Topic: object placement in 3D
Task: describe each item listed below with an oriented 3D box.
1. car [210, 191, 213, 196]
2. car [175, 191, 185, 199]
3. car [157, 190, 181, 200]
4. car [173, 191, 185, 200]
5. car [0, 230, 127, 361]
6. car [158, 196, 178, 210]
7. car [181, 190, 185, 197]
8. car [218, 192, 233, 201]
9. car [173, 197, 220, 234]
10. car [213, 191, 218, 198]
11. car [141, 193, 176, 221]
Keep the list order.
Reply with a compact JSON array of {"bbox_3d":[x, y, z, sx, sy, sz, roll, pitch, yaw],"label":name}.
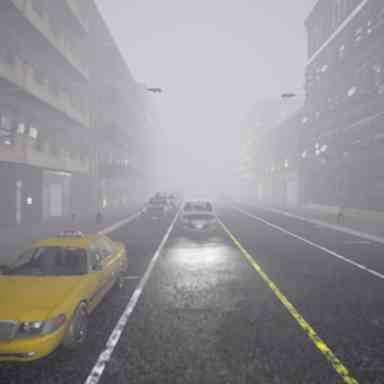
[{"bbox_3d":[5.906,0.290,90.821,2.008,1.369,4.403,0,1,0],"label":"car"},{"bbox_3d":[-2.441,0.577,68.270,1.887,1.381,4.507,0,1,0],"label":"car"},{"bbox_3d":[-2.380,0.904,28.816,2.192,1.841,5.009,0,1,0],"label":"car"},{"bbox_3d":[-2.432,0.552,62.632,1.967,1.590,4.097,0,1,0],"label":"car"},{"bbox_3d":[-2.347,1.431,6.105,1.752,1.417,4.829,0,1,0],"label":"car"},{"bbox_3d":[-2.391,1.092,34.456,1.802,1.307,4.206,0,1,0],"label":"car"},{"bbox_3d":[-2.422,0.507,56.995,2.192,1.841,5.009,0,1,0],"label":"car"},{"bbox_3d":[5.956,0.742,57.177,1.752,1.417,4.829,0,1,0],"label":"car"},{"bbox_3d":[0.325,1.247,17.464,2.128,1.511,4.902,0,1,0],"label":"car"},{"bbox_3d":[5.939,0.604,68.279,1.887,1.381,4.507,0,1,0],"label":"car"},{"bbox_3d":[-2.373,1.108,23.182,1.967,1.590,4.097,0,1,0],"label":"car"}]
